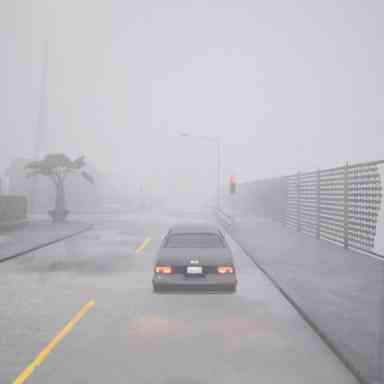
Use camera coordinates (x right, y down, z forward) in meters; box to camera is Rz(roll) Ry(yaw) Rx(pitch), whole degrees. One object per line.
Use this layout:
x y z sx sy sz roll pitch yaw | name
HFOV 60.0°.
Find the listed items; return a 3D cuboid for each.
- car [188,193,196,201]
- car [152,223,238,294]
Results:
0.065 1.225 87.015 2.150 2.045 5.566 0 0 0 | car
0.070 1.547 8.911 2.033 1.411 5.357 0 0 1 | car
